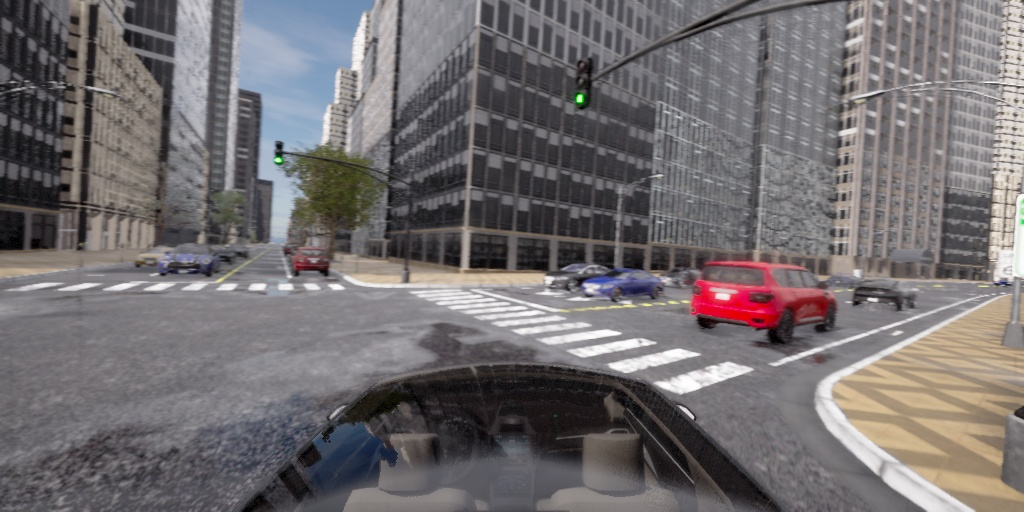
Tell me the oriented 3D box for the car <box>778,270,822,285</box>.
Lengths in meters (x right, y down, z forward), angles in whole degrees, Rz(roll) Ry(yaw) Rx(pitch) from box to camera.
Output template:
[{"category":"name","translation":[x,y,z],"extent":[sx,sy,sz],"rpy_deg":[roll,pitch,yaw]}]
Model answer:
[{"category":"car","translation":[30.744,2.255,38.211],"extent":[5.357,1.411,2.033],"rpy_deg":[2,1,-33]}]

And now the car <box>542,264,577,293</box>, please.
[{"category":"car","translation":[3.944,1.185,20.171],"extent":[4.902,1.511,2.128],"rpy_deg":[2,1,-34]}]

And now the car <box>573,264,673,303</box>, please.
[{"category":"car","translation":[5.410,1.332,17.242],"extent":[4.674,1.442,1.812],"rpy_deg":[2,1,-34]}]

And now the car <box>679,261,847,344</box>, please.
[{"category":"car","translation":[7.664,1.233,10.790],"extent":[5.566,2.045,2.150],"rpy_deg":[2,1,-34]}]

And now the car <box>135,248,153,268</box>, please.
[{"category":"car","translation":[-23.463,-0.017,23.928],"extent":[1.751,1.417,4.829],"rpy_deg":[0,0,-33]}]

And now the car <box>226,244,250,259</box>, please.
[{"category":"car","translation":[-31.548,-0.623,41.231],"extent":[2.097,1.767,4.553],"rpy_deg":[3,0,-33]}]

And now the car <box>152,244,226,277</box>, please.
[{"category":"car","translation":[-17.556,0.140,19.723],"extent":[2.097,1.767,4.553],"rpy_deg":[3,0,-34]}]

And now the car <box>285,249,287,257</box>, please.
[{"category":"car","translation":[-22.698,0.104,38.101],"extent":[1.802,1.307,4.207],"rpy_deg":[0,0,-33]}]

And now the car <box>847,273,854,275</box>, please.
[{"category":"car","translation":[33.521,2.435,36.150],"extent":[4.181,1.385,1.994],"rpy_deg":[2,1,-33]}]

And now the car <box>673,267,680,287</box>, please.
[{"category":"car","translation":[12.411,1.542,25.903],"extent":[4.674,1.442,1.812],"rpy_deg":[2,1,-34]}]

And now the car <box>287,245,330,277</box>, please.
[{"category":"car","translation":[-13.473,0.339,23.924],"extent":[2.192,1.841,5.009],"rpy_deg":[0,0,-33]}]

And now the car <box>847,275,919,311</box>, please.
[{"category":"car","translation":[19.824,1.985,19.034],"extent":[4.892,1.490,1.837],"rpy_deg":[2,1,-34]}]

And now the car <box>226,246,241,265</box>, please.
[{"category":"car","translation":[-24.145,0.031,29.783],"extent":[1.895,1.301,4.718],"rpy_deg":[3,0,-33]}]
